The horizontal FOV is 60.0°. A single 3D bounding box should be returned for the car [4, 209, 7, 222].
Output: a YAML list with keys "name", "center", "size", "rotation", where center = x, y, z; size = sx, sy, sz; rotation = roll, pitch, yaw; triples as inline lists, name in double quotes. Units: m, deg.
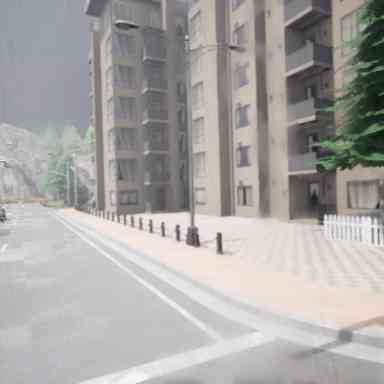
- name: "car"
  center: [-18.149, 1.993, 30.601]
  size: [2.033, 1.411, 5.357]
  rotation: [-2, 0, -26]

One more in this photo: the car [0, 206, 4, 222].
- name: "car"
  center: [-13.041, 1.546, 20.167]
  size: [2.150, 2.045, 5.566]
  rotation: [-2, 0, -26]
